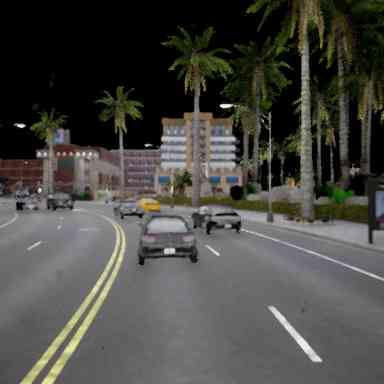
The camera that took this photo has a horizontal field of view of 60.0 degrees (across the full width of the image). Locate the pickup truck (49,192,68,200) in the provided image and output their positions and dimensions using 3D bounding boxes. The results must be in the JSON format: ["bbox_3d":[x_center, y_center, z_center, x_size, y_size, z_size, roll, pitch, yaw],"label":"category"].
[{"bbox_3d":[-33.214,0.945,82.842,2.390,2.098,6.274,0,0,-1],"label":"pickup truck"}]

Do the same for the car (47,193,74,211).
[{"bbox_3d":[-15.811,1.151,39.796,2.150,2.045,5.566,0,0,-35],"label":"car"}]

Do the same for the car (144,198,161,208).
[{"bbox_3d":[-4.909,1.412,35.317,1.882,1.535,5.008,0,0,-26],"label":"car"}]

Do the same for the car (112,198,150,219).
[{"bbox_3d":[-5.550,1.495,28.582,2.033,1.411,5.357,0,0,-23],"label":"car"}]

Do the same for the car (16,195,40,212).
[{"bbox_3d":[-18.507,1.427,37.444,2.128,1.511,4.902,0,0,-35],"label":"car"}]

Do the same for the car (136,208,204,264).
[{"bbox_3d":[-0.937,1.503,11.720,1.812,1.442,4.674,0,0,-8],"label":"car"}]

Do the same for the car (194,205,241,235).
[{"bbox_3d":[1.205,1.455,18.695,2.128,1.511,4.902,0,0,-13],"label":"car"}]
